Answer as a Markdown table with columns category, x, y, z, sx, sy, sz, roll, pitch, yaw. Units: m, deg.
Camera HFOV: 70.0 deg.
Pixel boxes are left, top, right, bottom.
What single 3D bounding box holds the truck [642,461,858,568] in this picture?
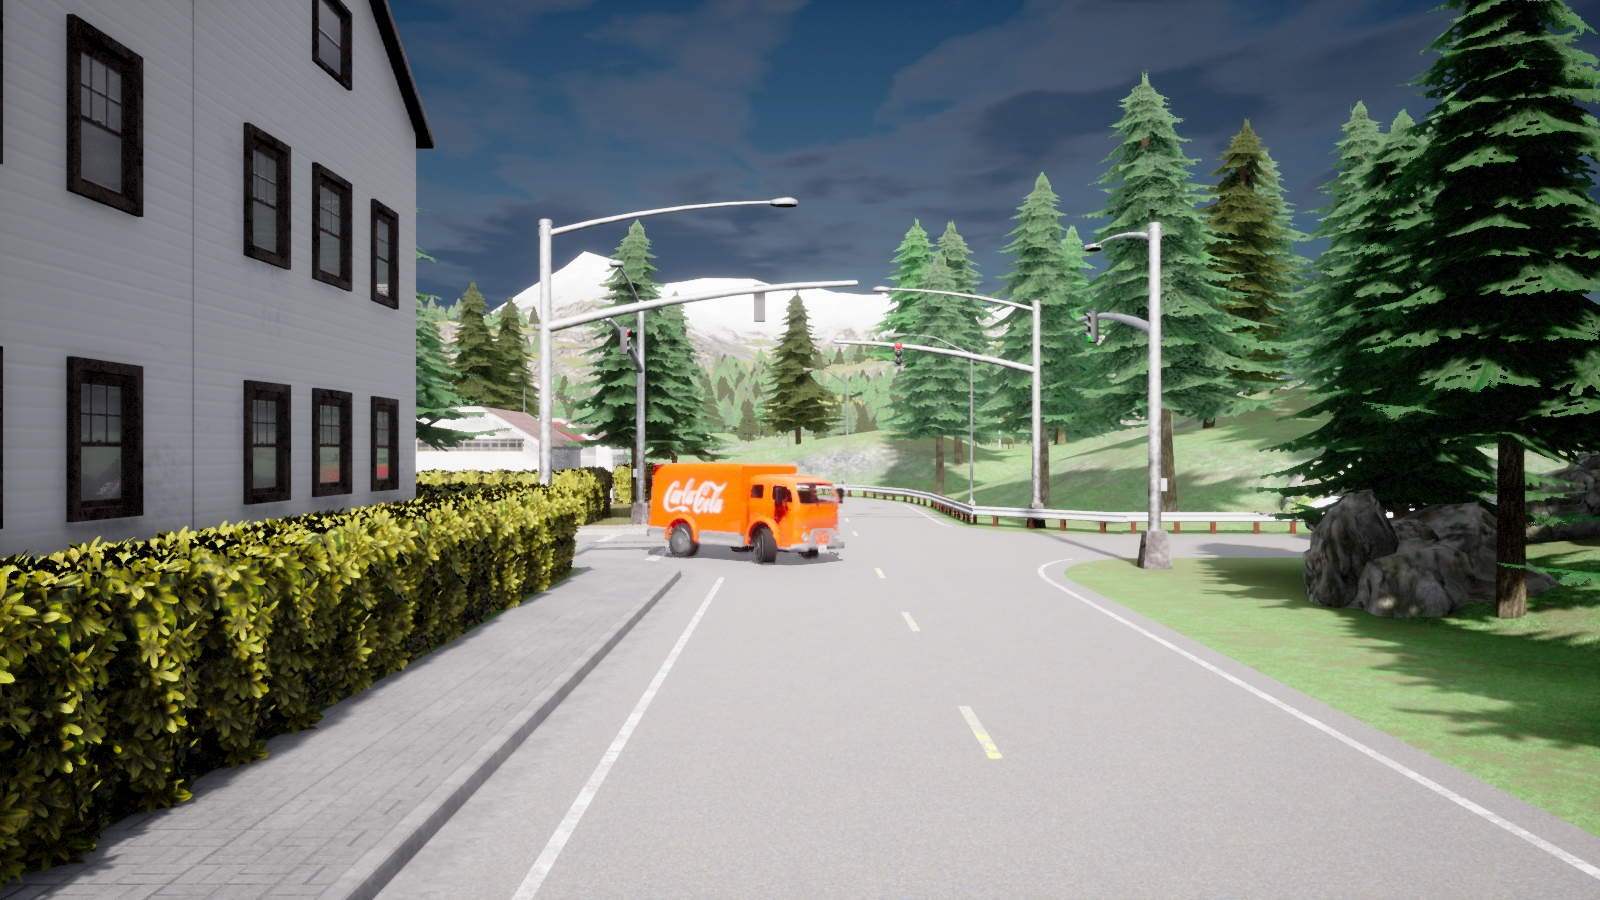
| category | x | y | z | sx | sy | sz | roll | pitch | yaw |
| --- | --- | --- | --- | --- | --- | --- | --- | --- | --- |
| truck | -1.376 | 1.553 | 29.602 | 5.204 | 2.467 | 2.627 | 0 | -1 | 42 |
